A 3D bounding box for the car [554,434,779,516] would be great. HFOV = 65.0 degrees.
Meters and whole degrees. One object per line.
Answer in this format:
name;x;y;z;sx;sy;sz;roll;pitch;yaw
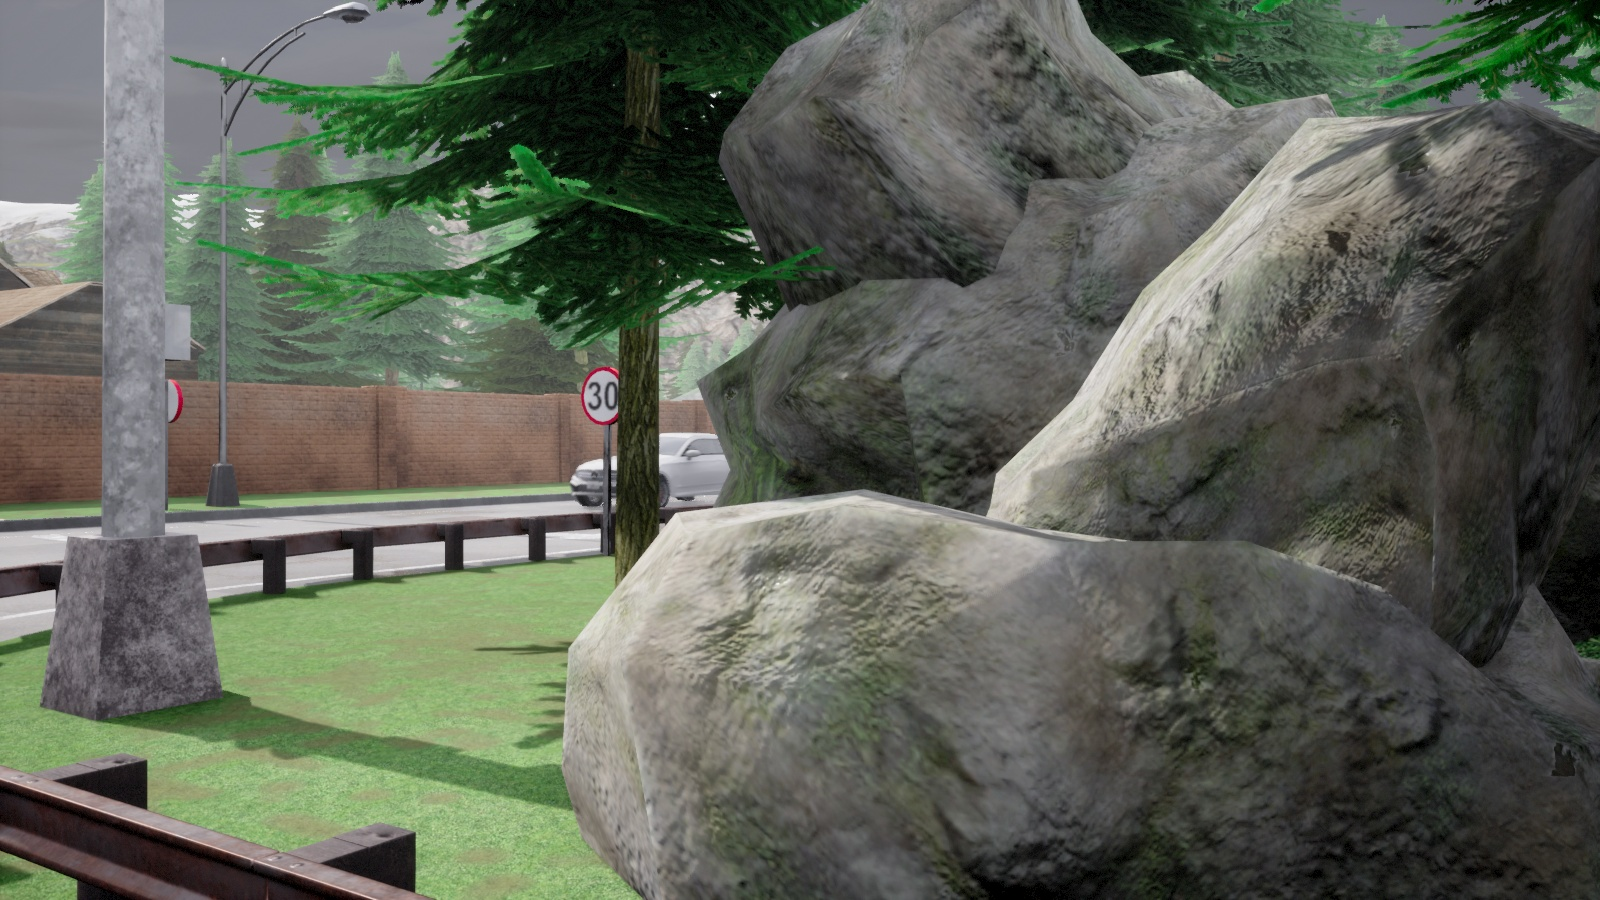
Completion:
car;-2.518;0.425;24.869;1.812;1.442;4.674;0;1;34
